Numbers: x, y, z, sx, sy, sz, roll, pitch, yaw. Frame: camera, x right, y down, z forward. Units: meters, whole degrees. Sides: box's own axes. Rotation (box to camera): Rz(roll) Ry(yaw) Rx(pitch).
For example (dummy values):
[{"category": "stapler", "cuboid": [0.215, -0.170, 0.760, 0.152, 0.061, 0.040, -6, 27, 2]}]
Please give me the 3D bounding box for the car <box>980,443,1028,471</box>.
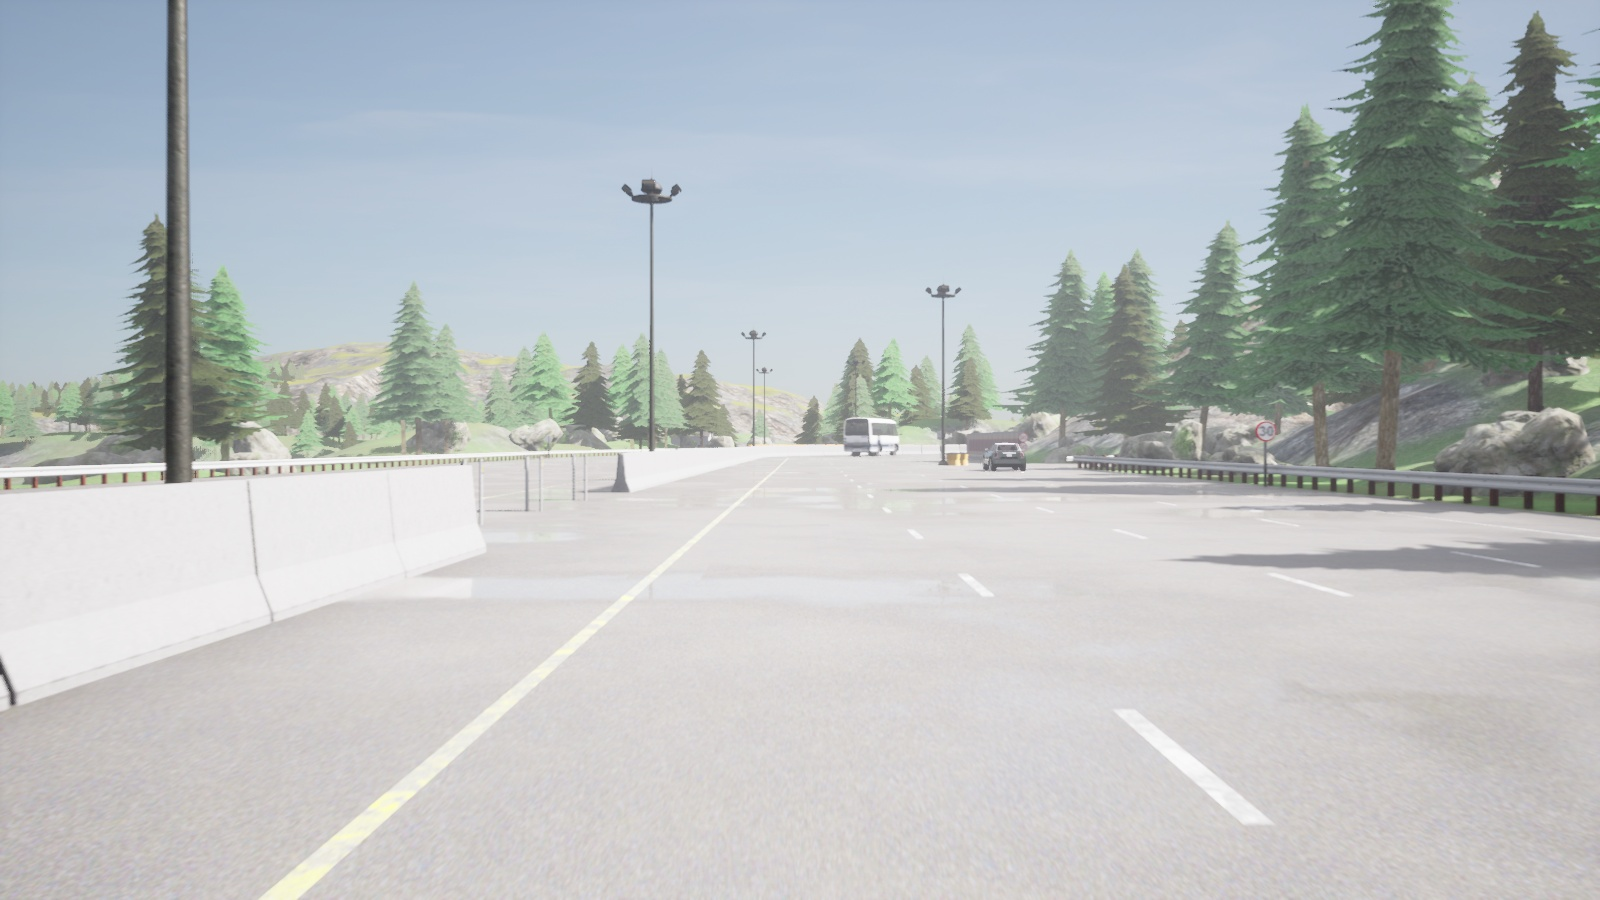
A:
[{"category": "car", "cuboid": [10.899, 0.342, 67.198, 1.970, 1.475, 3.806, 0, 0, 0]}]
